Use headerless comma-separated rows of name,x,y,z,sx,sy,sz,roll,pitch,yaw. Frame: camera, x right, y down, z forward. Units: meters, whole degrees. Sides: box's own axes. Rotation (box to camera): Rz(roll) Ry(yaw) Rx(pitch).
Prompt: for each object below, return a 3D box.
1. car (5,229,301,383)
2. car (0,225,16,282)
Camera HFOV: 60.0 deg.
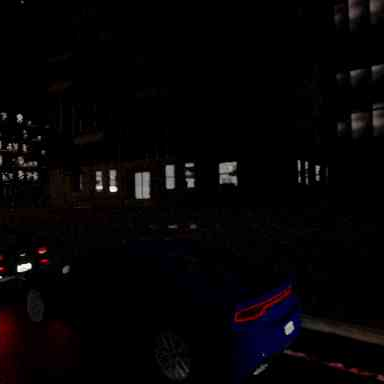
car,-0.839,1.496,5.457,5.008,1.535,1.882,-1,0,36
car,-5.740,1.611,9.013,4.674,1.442,1.812,-1,0,36
